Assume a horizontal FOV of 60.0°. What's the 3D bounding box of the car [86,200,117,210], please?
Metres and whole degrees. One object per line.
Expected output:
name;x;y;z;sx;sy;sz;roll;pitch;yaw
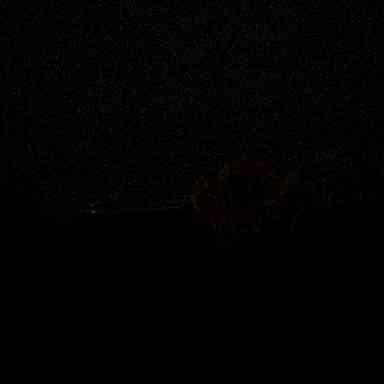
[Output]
car;-13.242;1.916;49.014;1.837;1.490;4.892;-1;-1;36

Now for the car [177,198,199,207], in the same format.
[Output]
car;-0.813;1.994;66.036;2.097;1.767;4.553;-1;-1;36

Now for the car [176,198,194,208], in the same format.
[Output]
car;-0.644;2.078;60.219;2.033;1.411;5.357;-1;-1;36
